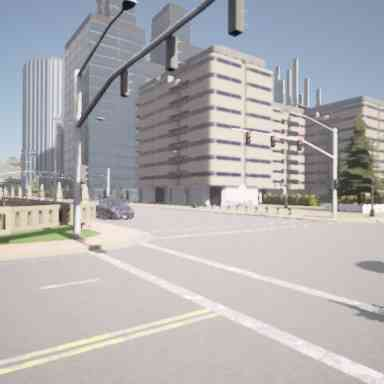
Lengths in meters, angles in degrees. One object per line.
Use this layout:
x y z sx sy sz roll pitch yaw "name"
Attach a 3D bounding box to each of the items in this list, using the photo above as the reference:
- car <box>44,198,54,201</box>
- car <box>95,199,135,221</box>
-21.561 1.595 49.471 1.812 1.442 4.674 1 0 -36 "car"
-6.714 1.428 28.674 2.097 1.767 4.553 1 0 -36 "car"
